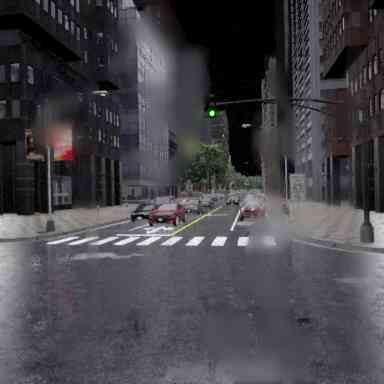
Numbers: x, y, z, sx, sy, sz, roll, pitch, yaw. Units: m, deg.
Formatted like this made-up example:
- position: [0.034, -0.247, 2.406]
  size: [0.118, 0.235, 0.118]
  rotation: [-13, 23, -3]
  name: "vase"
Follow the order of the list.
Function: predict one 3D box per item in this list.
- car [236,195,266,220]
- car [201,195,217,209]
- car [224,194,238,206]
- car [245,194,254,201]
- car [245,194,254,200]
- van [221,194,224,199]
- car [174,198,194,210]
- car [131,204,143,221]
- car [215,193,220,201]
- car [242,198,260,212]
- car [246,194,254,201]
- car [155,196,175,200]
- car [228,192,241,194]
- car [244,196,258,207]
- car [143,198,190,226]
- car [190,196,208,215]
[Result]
- position: [4.741, 1.313, 26.142]
  size: [1.967, 1.590, 4.097]
  rotation: [-1, 0, 10]
  name: "car"
- position: [1.833, 1.464, 43.885]
  size: [1.837, 1.490, 4.892]
  rotation: [-1, 0, 10]
  name: "car"
- position: [6.472, 1.479, 52.854]
  size: [1.895, 1.301, 4.718]
  rotation: [-1, 0, 10]
  name: "car"
- position: [12.897, 1.229, 74.281]
  size: [1.967, 1.590, 4.097]
  rotation: [-1, 0, 10]
  name: "car"
- position: [14.712, 1.327, 84.978]
  size: [2.008, 1.369, 4.403]
  rotation: [-1, 0, 10]
  name: "car"
- position: [7.212, 1.288, 91.766]
  size: [1.690, 1.788, 3.998]
  rotation: [-1, 0, 10]
  name: "van"
- position: [-0.969, 1.542, 43.450]
  size: [1.752, 1.417, 4.829]
  rotation: [-1, 0, 10]
  name: "car"
- position: [-3.659, 1.615, 27.568]
  size: [1.947, 1.339, 4.313]
  rotation: [-1, 0, 10]
  name: "car"
- position: [4.492, 1.281, 75.717]
  size: [2.192, 1.841, 5.009]
  rotation: [-1, 0, 10]
  name: "car"
- position: [6.557, 1.432, 36.839]
  size: [1.802, 1.307, 4.206]
  rotation: [-1, 0, 10]
  name: "car"
- position: [13.805, 1.327, 79.630]
  size: [1.887, 1.381, 4.507]
  rotation: [-1, 0, 10]
  name: "car"
- position: [-2.759, 1.353, 32.919]
  size: [2.192, 1.841, 5.009]
  rotation: [-1, 0, 10]
  name: "car"
- position: [8.135, 1.354, 62.681]
  size: [2.128, 1.511, 4.902]
  rotation: [-1, 0, 10]
  name: "car"
- position: [8.368, 1.374, 47.537]
  size: [1.887, 1.381, 4.507]
  rotation: [-1, 0, 10]
  name: "car"
- position: [-1.635, 1.479, 23.529]
  size: [1.882, 1.535, 5.008]
  rotation: [-1, 0, 9]
  name: "car"
- position: [0.101, 1.485, 33.698]
  size: [1.837, 1.490, 4.892]
  rotation: [-1, 0, 9]
  name: "car"
